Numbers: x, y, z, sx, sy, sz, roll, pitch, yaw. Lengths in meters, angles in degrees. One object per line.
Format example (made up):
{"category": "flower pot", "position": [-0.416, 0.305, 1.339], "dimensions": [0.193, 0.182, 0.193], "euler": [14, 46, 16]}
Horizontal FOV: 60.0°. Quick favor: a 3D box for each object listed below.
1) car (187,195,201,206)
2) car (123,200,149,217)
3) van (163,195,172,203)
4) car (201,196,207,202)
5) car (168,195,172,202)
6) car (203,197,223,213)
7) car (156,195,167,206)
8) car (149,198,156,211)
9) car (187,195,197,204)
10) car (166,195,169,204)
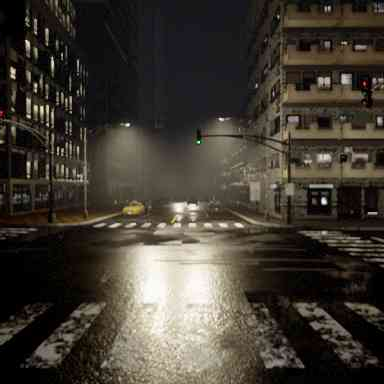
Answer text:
{"category": "car", "position": [0.099, 1.635, 60.283], "dimensions": [2.128, 1.511, 4.902], "euler": [0, 0, 0]}
{"category": "car", "position": [-5.704, 1.603, 32.804], "dimensions": [1.752, 1.417, 4.829], "euler": [-1, 0, 0]}
{"category": "van", "position": [-5.707, 1.530, 78.211], "dimensions": [1.690, 1.788, 3.998], "euler": [-1, 0, 0]}
{"category": "car", "position": [2.675, 1.615, 72.556], "dimensions": [1.967, 1.590, 4.097], "euler": [-1, 0, 0]}
{"category": "car", "position": [-5.704, 1.706, 66.901], "dimensions": [1.887, 1.381, 4.507], "euler": [-1, 0, 0]}
{"category": "car", "position": [2.676, 1.643, 38.628], "dimensions": [2.008, 1.369, 4.403], "euler": [-1, 0, 0]}
{"category": "car", "position": [-5.704, 1.678, 55.591], "dimensions": [1.887, 1.381, 4.507], "euler": [-1, 0, 0]}
{"category": "car", "position": [-5.704, 1.658, 38.628], "dimensions": [1.947, 1.339, 4.313], "euler": [-1, 0, 0]}
{"category": "car", "position": [-0.001, 1.526, 71.110], "dimensions": [2.097, 1.767, 4.553], "euler": [0, 0, 0]}
{"category": "car", "position": [-5.703, 1.729, 61.246], "dimensions": [1.802, 1.307, 4.206], "euler": [-1, 0, 0]}
